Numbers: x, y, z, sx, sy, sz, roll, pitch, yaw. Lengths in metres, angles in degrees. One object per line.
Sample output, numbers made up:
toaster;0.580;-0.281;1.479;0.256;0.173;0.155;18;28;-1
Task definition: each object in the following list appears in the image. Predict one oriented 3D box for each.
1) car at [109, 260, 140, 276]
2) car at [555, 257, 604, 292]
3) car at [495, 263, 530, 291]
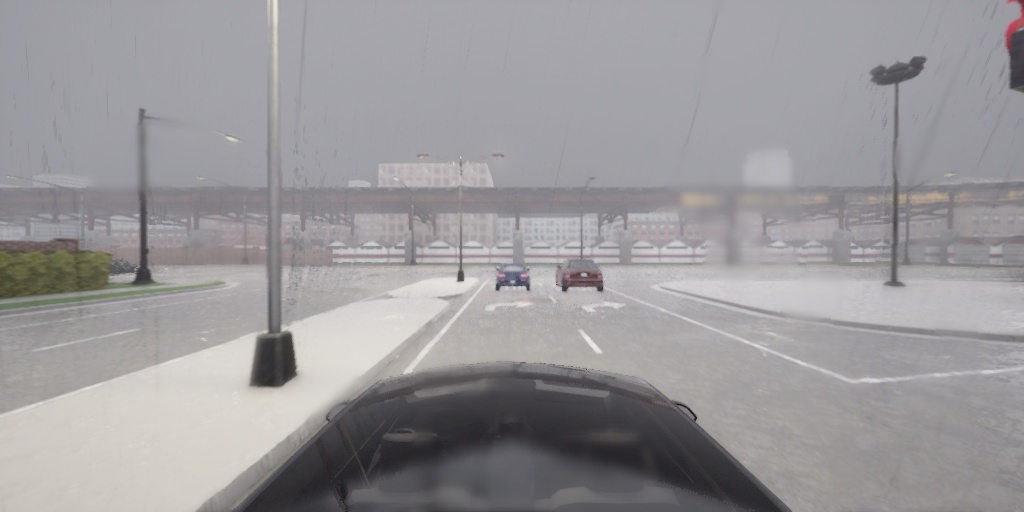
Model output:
car;-35.768;1.012;32.187;4.181;1.385;1.994;0;1;1
car;3.602;0.921;19.877;2.097;1.767;4.553;0;1;1
car;0.058;1.093;20.137;1.812;1.442;4.674;0;1;1
